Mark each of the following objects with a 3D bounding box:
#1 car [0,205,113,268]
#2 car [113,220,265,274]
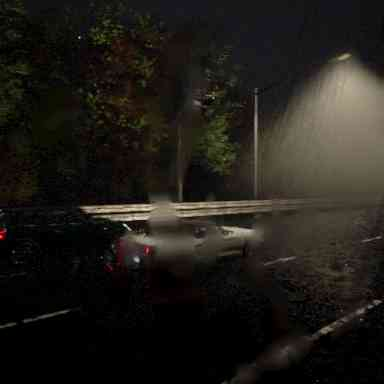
[{"bbox_3d":[-4.260,1.256,11.211,4.553,1.767,2.097,0,1,-41],"label":"car"},{"bbox_3d":[0.191,1.520,10.423,4.718,1.301,1.895,0,1,-41],"label":"car"}]
